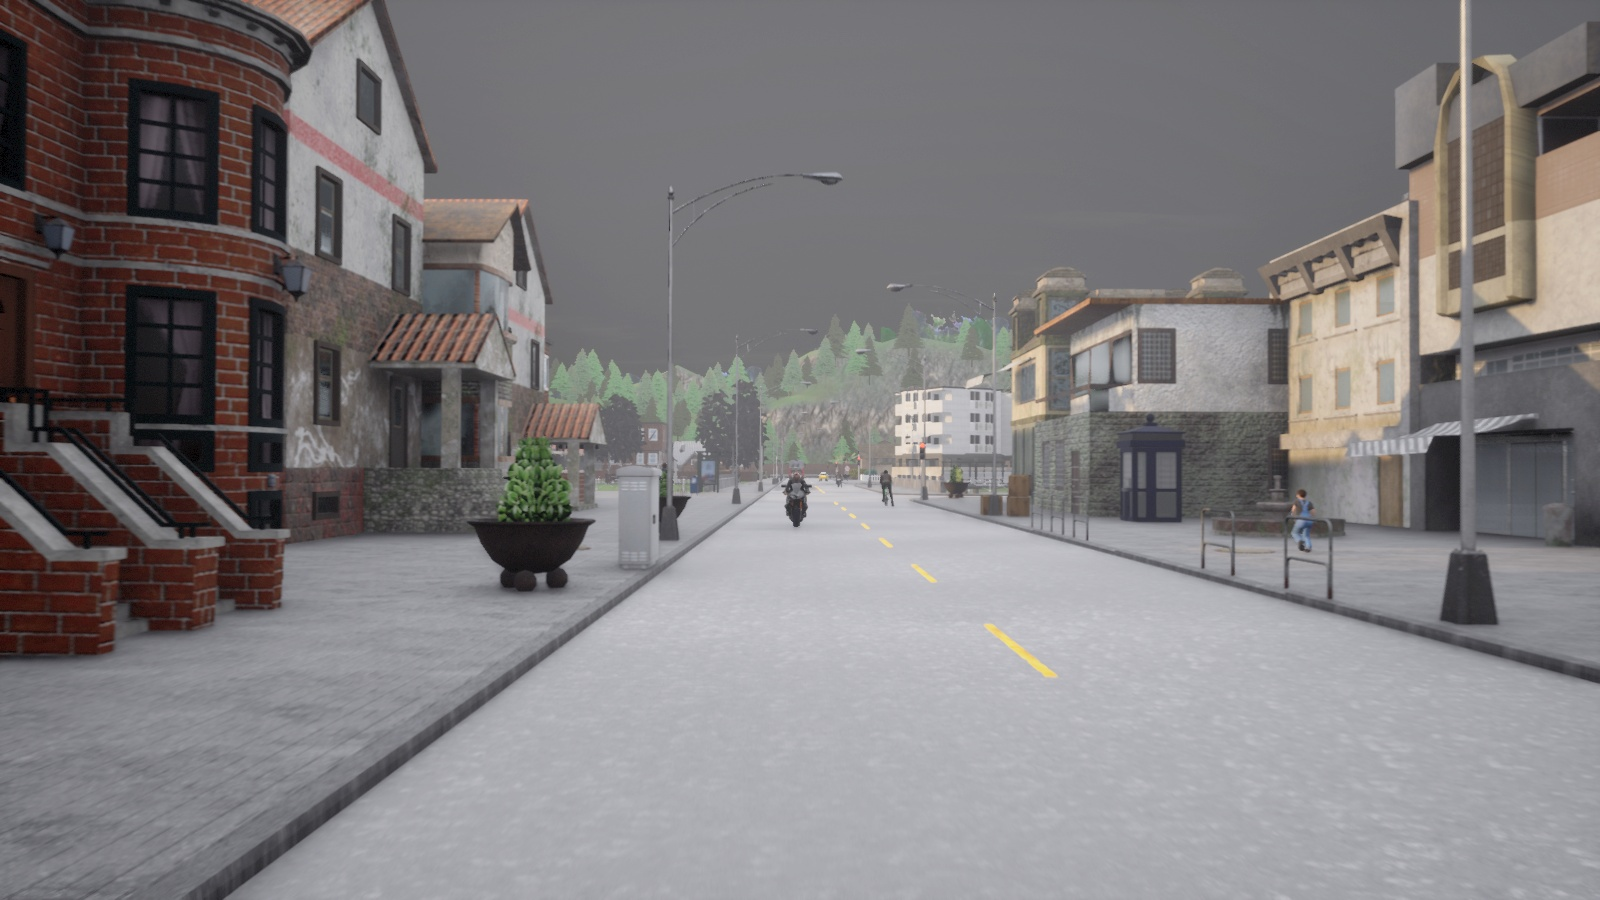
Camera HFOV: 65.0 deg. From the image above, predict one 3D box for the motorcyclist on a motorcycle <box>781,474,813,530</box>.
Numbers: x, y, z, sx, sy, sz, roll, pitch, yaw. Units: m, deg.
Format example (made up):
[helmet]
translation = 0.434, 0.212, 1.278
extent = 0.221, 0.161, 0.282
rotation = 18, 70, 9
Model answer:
[motorcyclist on a motorcycle]
translation = -0.087, 1.442, 35.382
extent = 0.866, 1.530, 2.191
rotation = 0, -1, 0
